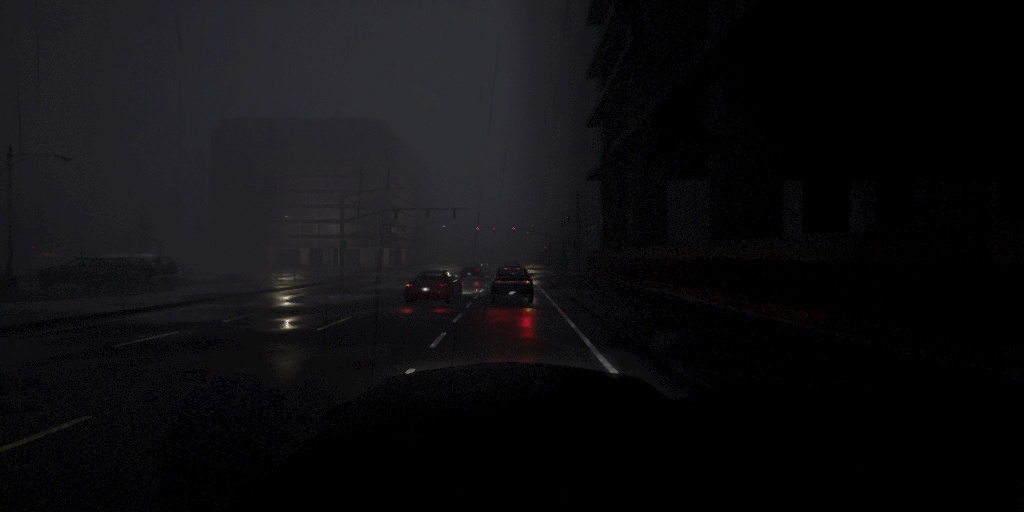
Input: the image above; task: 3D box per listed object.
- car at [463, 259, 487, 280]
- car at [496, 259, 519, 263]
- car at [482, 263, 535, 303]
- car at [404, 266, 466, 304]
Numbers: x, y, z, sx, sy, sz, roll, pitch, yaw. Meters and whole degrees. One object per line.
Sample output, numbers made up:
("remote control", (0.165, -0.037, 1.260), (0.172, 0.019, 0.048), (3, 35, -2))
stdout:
("car", (-3.500, 1.281, 31.502), (1.812, 1.442, 4.674), (0, 0, 0))
("car", (0.000, 1.244, 31.502), (2.128, 1.511, 4.902), (0, 0, 0))
("car", (0.000, 1.243, 16.500), (2.128, 1.511, 4.902), (0, 0, 0))
("car", (-3.500, 1.320, 16.500), (1.994, 1.385, 4.181), (0, 0, 0))
